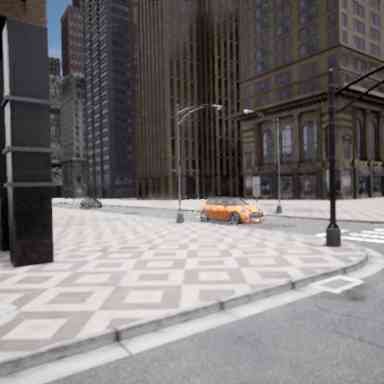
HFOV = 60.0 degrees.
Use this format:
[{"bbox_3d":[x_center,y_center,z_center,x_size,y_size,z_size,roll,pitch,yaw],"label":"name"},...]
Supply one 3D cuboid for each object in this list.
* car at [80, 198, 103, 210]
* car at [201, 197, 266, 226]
[{"bbox_3d":[-13.422,1.565,44.124,1.837,1.490,4.892,-2,1,-35],"label":"car"},{"bbox_3d":[2.558,1.109,21.435,2.097,1.767,4.553,-2,1,-35],"label":"car"}]
